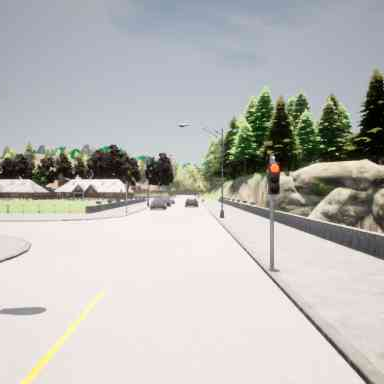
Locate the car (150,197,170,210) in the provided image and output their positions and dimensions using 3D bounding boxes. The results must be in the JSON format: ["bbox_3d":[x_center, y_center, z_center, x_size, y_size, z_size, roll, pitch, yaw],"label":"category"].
[{"bbox_3d":[-4.214,1.526,42.633,1.812,1.442,4.674,0,0,-1],"label":"car"}]

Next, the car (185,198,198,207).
[{"bbox_3d":[-0.048,1.563,52.157,1.994,1.385,4.181,0,0,0],"label":"car"}]

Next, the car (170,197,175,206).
[{"bbox_3d":[-4.233,1.547,52.341,2.033,1.411,5.357,0,0,-1],"label":"car"}]

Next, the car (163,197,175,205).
[{"bbox_3d":[-4.225,1.601,62.154,1.895,1.301,4.718,0,0,0],"label":"car"}]
